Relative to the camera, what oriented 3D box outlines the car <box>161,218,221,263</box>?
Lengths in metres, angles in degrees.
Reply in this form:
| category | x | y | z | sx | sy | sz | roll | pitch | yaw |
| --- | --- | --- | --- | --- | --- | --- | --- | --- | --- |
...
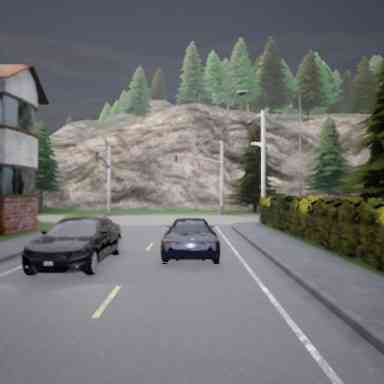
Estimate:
| category | x | y | z | sx | sy | sz | roll | pitch | yaw |
| --- | --- | --- | --- | --- | --- | --- | --- | --- | --- |
| car | -0.052 | 1.644 | 12.311 | 1.994 | 1.385 | 4.181 | 0 | 0 | 0 |

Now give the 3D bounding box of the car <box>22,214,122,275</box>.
| category | x | y | z | sx | sy | sz | roll | pitch | yaw |
| --- | --- | --- | --- | --- | --- | --- | --- | --- | --- |
| car | -3.622 | 1.551 | 10.894 | 1.882 | 1.535 | 5.008 | 0 | 0 | 0 |
